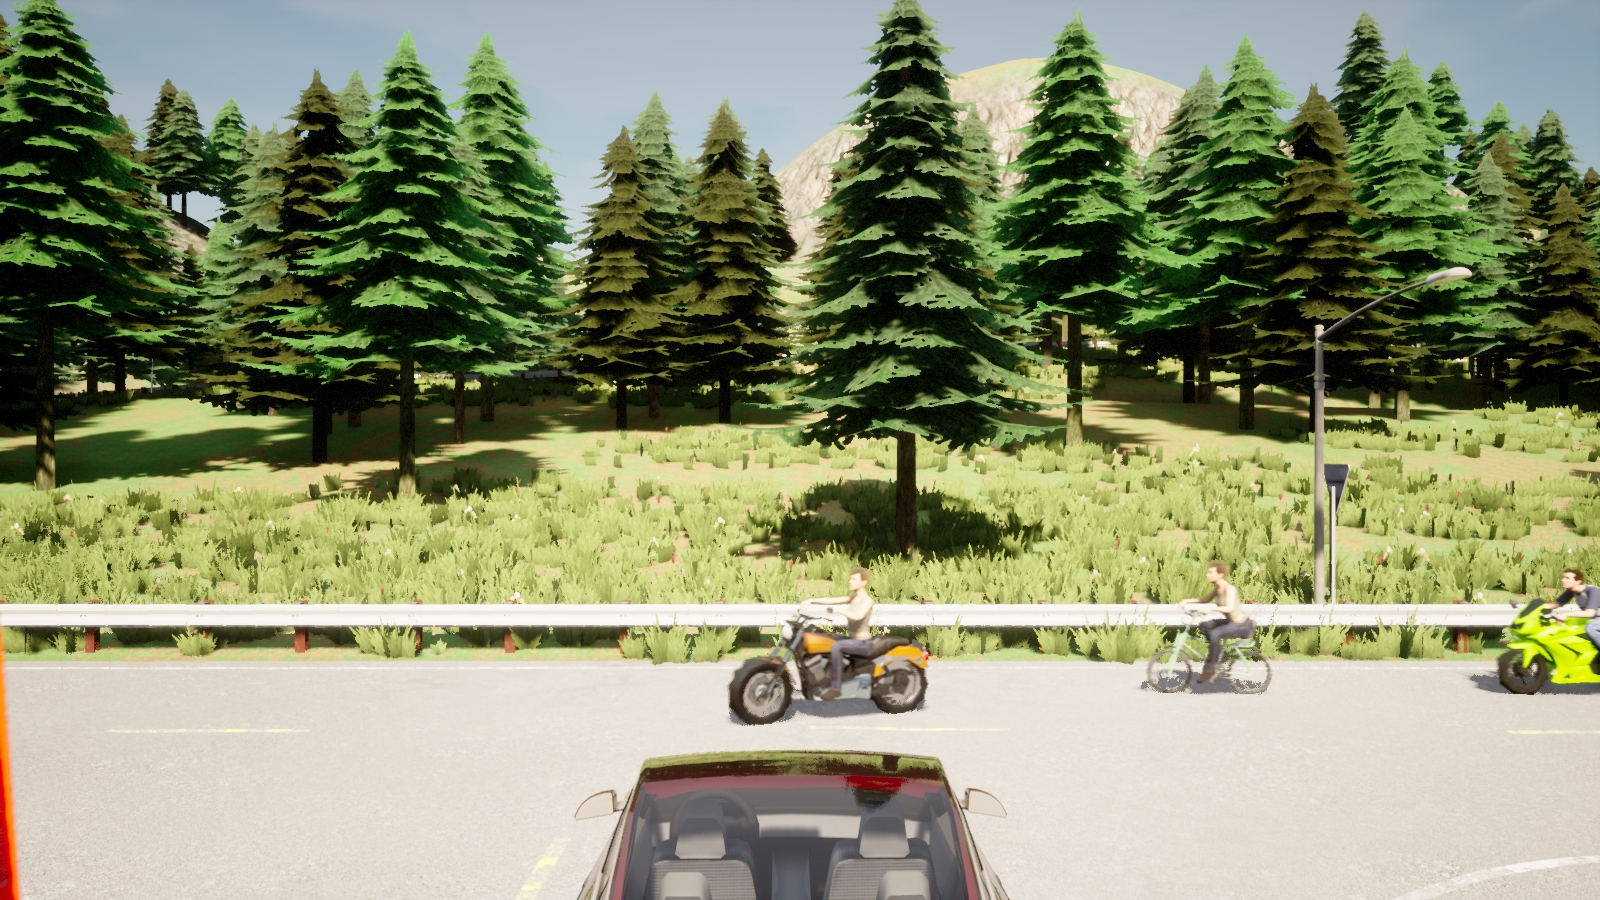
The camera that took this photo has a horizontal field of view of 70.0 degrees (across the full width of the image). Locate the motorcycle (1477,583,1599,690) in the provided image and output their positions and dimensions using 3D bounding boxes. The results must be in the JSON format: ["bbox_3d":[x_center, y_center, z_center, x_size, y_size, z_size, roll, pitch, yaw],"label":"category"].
[{"bbox_3d":[9.334,2.213,13.643,2.033,1.145,0.803,0,0,0],"label":"motorcycle"}]

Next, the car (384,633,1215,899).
[{"bbox_3d":[-0.034,1.936,5.154,2.163,1.488,4.792,0,-1,-1],"label":"car"}]

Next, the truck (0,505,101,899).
[{"bbox_3d":[-3.541,1.424,1.012,2.627,2.467,5.204,0,0,1],"label":"truck"}]
